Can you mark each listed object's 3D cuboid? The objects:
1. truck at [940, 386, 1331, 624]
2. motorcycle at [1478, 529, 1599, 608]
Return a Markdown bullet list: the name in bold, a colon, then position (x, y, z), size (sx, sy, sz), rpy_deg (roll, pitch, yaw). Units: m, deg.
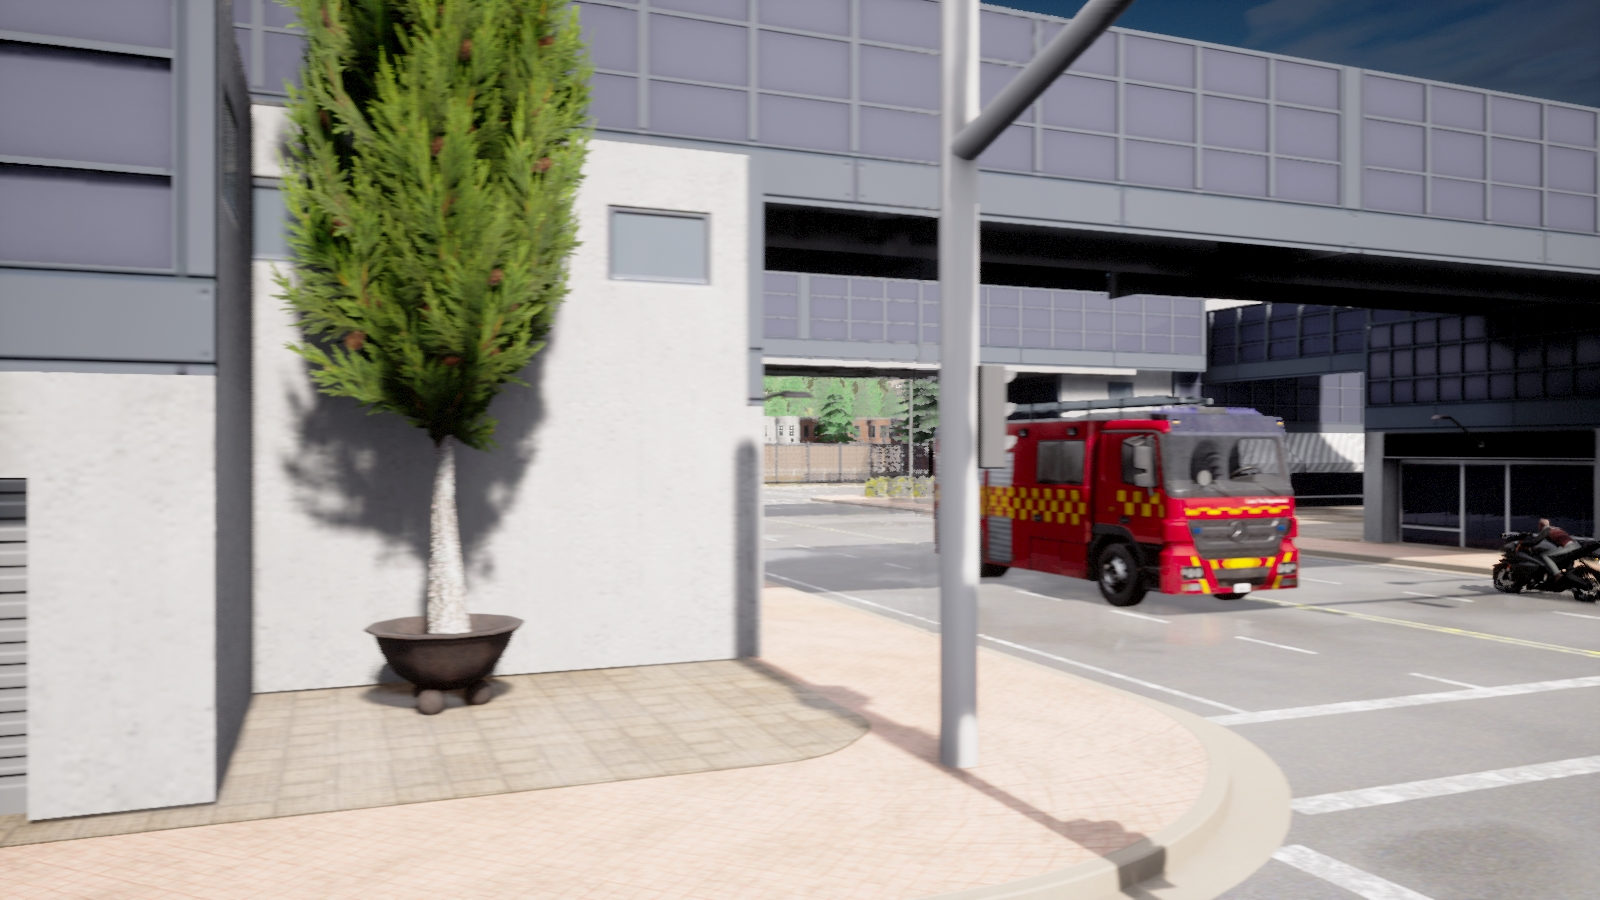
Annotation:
- **truck**: position (6.131, 0.889, 22.861), size (2.891, 3.827, 8.468), rpy_deg (0, 0, -22)
- **motorcycle**: position (14.170, 2.205, 21.653), size (0.867, 1.251, 2.209), rpy_deg (0, 0, -22)
